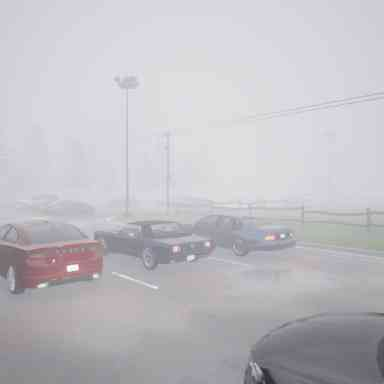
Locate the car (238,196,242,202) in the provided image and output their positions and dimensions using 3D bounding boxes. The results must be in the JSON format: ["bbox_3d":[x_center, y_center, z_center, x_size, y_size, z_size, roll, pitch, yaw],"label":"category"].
[{"bbox_3d":[11.157,1.601,60.597,4.718,1.301,1.895,0,0,-42],"label":"car"}]

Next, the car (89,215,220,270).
[{"bbox_3d":[-1.521,1.601,11.200,1.895,1.301,4.718,0,0,-42],"label":"car"}]

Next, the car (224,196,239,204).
[{"bbox_3d":[8.337,1.547,62.749,5.357,1.411,2.033,0,0,-41],"label":"car"}]

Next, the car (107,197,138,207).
[{"bbox_3d":[-10.473,1.504,50.533,4.892,1.490,1.837,0,0,-43],"label":"car"}]

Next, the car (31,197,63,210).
[{"bbox_3d":[-13.079,1.525,33.198,1.812,1.442,4.674,0,0,43],"label":"car"}]

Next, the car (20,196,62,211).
[{"bbox_3d":[-15.293,1.477,35.953,1.882,1.535,5.008,0,0,44],"label":"car"}]

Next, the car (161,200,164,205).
[{"bbox_3d":[-1.509,1.547,49.229,5.357,1.411,2.033,0,0,-42],"label":"car"}]

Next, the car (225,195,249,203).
[{"bbox_3d":[9.196,1.491,68.156,4.902,1.511,2.128,0,0,-42],"label":"car"}]

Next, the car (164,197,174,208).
[{"bbox_3d":[-1.012,1.352,44.960,4.553,1.767,2.097,0,0,-42],"label":"car"}]

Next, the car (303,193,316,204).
[{"bbox_3d":[22.463,1.215,65.960,5.566,2.045,2.150,0,0,-42],"label":"car"}]

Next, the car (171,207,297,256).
[{"bbox_3d":[1.396,1.547,13.193,2.033,1.411,5.357,0,0,-42],"label":"car"}]

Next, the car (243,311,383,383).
[{"bbox_3d":[2.473,1.492,1.754,2.128,1.511,4.902,0,0,-43],"label":"car"}]

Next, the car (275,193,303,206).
[{"bbox_3d":[15.888,1.352,55.452,4.553,1.767,2.097,0,0,-42],"label":"car"}]

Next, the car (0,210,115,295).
[{"bbox_3d":[-4.218,1.478,8.960,1.882,1.535,5.008,0,0,-42],"label":"car"}]

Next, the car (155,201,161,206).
[{"bbox_3d":[-3.395,1.600,52.240,4.718,1.301,1.895,0,0,-42],"label":"car"}]

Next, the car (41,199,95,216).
[{"bbox_3d":[-10.997,1.564,30.287,1.994,1.385,4.181,0,0,43],"label":"car"}]

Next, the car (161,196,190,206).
[{"bbox_3d":[-2.804,1.477,57.472,5.008,1.535,1.882,0,0,-42],"label":"car"}]

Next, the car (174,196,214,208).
[{"bbox_3d":[0.588,1.491,41.691,4.902,1.511,2.128,0,0,-42],"label":"car"}]

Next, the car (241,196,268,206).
[{"bbox_3d":[10.834,1.525,55.617,4.674,1.442,1.812,0,0,-42],"label":"car"}]

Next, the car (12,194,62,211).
[{"bbox_3d":[-17.647,1.221,38.569,2.150,2.045,5.566,0,0,43],"label":"car"}]
